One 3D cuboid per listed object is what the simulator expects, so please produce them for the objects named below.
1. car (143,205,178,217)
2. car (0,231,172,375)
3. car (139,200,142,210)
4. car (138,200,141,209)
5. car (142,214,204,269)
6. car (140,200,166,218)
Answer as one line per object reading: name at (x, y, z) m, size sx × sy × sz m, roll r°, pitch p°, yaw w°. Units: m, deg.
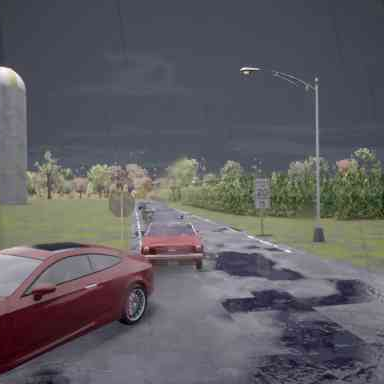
car at (-1.413, 1.650, 17.817) m, size 1.994 × 1.385 × 4.181 m, roll -1°, pitch 0°, yaw -10°
car at (-2.370, 1.557, 5.056) m, size 1.812 × 1.442 × 4.674 m, roll 0°, pitch -1°, yaw 29°
car at (-3.501, 1.701, 29.870) m, size 1.994 × 1.385 × 4.181 m, roll -1°, pitch 0°, yaw -10°
car at (-6.546, 1.759, 46.515) m, size 2.033 × 1.411 × 5.357 m, roll -1°, pitch 0°, yaw -11°
car at (-0.709, 1.664, 11.370) m, size 1.895 × 1.301 × 4.718 m, roll -1°, pitch 0°, yaw -5°
car at (-2.376, 1.601, 23.452) m, size 2.128 × 1.511 × 4.902 m, roll -1°, pitch 0°, yaw -10°
